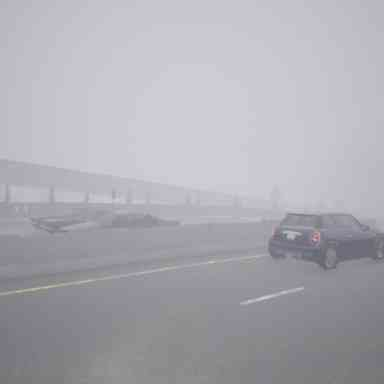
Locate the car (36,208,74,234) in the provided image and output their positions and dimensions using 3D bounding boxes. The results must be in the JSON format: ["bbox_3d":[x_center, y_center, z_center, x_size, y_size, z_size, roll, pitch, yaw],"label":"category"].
[{"bbox_3d":[-5.275,1.625,17.426,4.718,1.301,1.895,0,0,-35],"label":"car"}]

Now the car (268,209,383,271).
[{"bbox_3d":[4.779,1.448,11.458,4.553,1.767,2.097,2,-1,-35],"label":"car"}]

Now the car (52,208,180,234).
[{"bbox_3d":[-3.010,1.576,14.743,5.357,1.411,2.033,0,0,-35],"label":"car"}]

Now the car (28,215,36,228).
[{"bbox_3d":[-7.339,1.624,20.253,4.718,1.301,1.895,0,0,-36],"label":"car"}]
